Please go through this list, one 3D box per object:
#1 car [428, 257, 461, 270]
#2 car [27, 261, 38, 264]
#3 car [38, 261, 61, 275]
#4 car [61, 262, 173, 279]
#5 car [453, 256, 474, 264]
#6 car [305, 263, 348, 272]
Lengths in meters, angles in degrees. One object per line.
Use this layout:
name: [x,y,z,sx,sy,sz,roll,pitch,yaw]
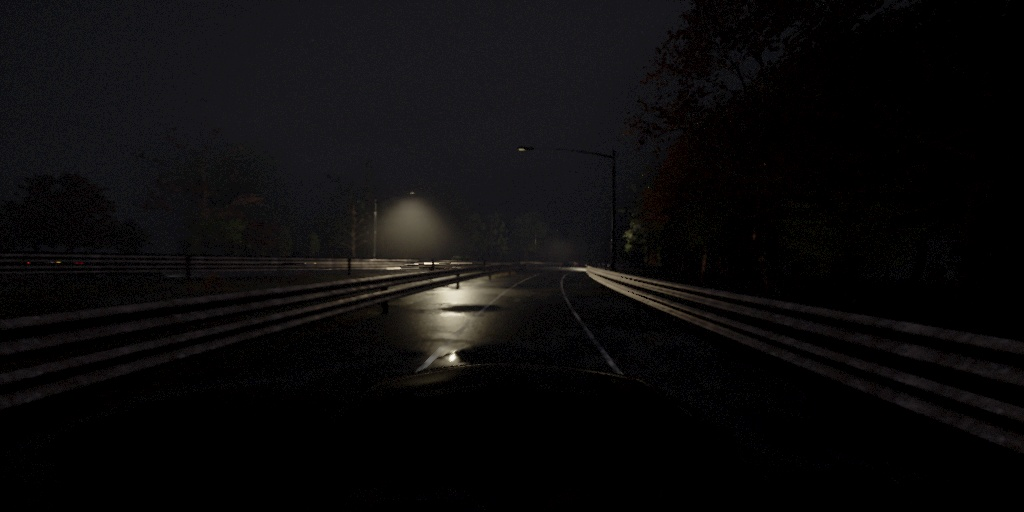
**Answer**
car: [-9.197,1.207,47.556,1.994,1.385,4.181,0,-1,27]
car: [-29.155,0.595,24.571,1.895,1.301,4.718,0,-1,28]
car: [-26.085,0.530,22.907,1.812,1.442,4.674,0,-1,28]
car: [-22.995,0.574,21.253,1.994,1.385,4.181,0,-1,28]
car: [-7.666,1.053,58.108,2.150,2.045,5.566,0,-1,27]
car: [-18.785,0.863,36.771,1.812,1.442,4.674,0,-1,28]
